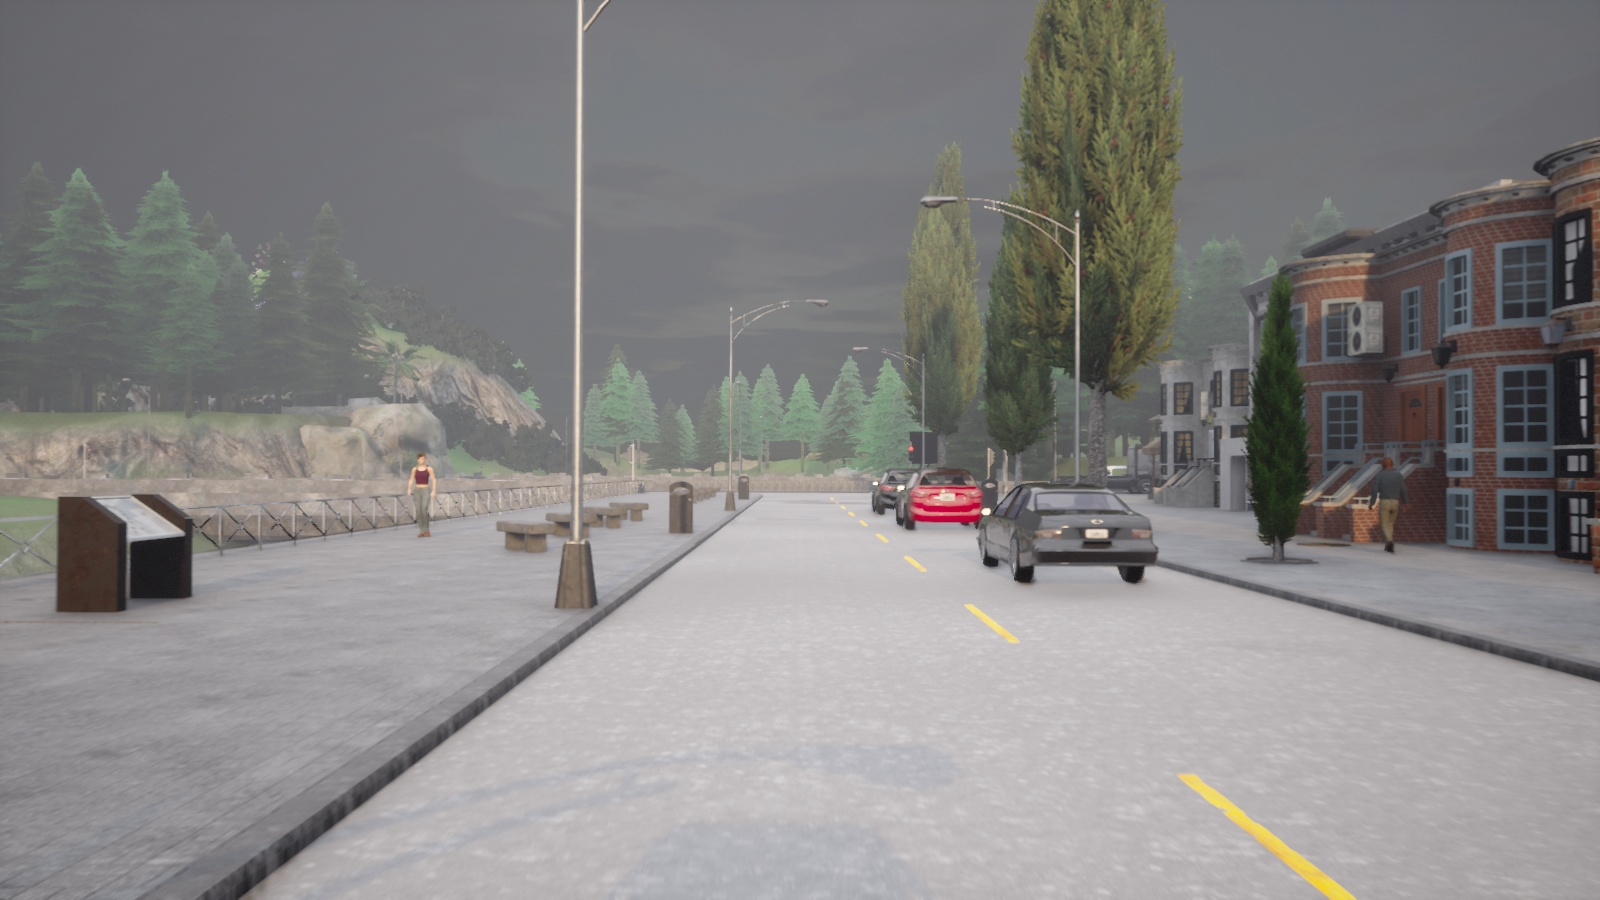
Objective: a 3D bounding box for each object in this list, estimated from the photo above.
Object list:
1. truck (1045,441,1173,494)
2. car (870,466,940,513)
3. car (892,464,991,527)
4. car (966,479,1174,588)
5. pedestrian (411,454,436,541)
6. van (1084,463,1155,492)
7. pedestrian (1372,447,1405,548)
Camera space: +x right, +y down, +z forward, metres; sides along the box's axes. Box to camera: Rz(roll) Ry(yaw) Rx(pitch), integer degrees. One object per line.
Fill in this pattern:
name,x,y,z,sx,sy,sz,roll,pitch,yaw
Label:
truck,20.867,1.174,85.075,7.936,3.462,2.891,0,-1,-1
car,3.876,1.432,47.107,2.242,1.667,4.611,0,-1,0
car,3.906,1.237,35.482,2.242,1.667,4.611,0,-1,0
car,3.949,1.171,19.370,2.033,1.411,5.357,0,-1,0
pedestrian,-8.082,1.008,26.975,0.345,1.836,0.594,0,-1,0
van,22.622,1.938,89.038,4.480,2.038,2.069,0,-1,0
pedestrian,10.848,0.871,23.160,0.370,1.835,0.726,0,-1,11
